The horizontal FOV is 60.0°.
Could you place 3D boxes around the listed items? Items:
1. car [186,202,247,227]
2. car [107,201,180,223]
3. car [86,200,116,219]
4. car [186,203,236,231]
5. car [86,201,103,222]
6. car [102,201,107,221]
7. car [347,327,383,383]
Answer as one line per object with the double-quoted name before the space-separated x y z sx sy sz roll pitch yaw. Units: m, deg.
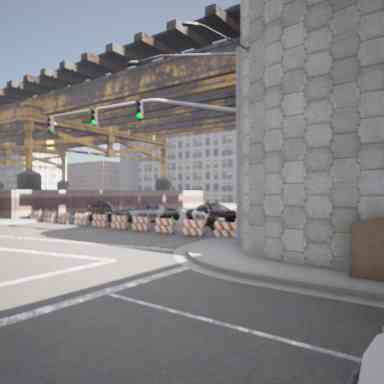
"car" 1.392 1.304 20.790 1.853 1.218 4.536 0 0 -25
"car" -3.306 1.308 23.322 4.536 1.218 1.853 0 0 0
"car" -7.065 1.312 26.122 1.853 1.218 4.536 0 0 -10
"car" 1.414 1.461 20.743 2.038 1.542 4.974 0 0 -25
"car" -7.056 1.470 26.071 2.038 1.542 4.974 0 0 -10
"car" -3.358 1.466 23.322 4.974 1.542 2.038 0 0 0
"car" 3.313 1.599 1.608 4.718 1.301 1.895 0 0 36
